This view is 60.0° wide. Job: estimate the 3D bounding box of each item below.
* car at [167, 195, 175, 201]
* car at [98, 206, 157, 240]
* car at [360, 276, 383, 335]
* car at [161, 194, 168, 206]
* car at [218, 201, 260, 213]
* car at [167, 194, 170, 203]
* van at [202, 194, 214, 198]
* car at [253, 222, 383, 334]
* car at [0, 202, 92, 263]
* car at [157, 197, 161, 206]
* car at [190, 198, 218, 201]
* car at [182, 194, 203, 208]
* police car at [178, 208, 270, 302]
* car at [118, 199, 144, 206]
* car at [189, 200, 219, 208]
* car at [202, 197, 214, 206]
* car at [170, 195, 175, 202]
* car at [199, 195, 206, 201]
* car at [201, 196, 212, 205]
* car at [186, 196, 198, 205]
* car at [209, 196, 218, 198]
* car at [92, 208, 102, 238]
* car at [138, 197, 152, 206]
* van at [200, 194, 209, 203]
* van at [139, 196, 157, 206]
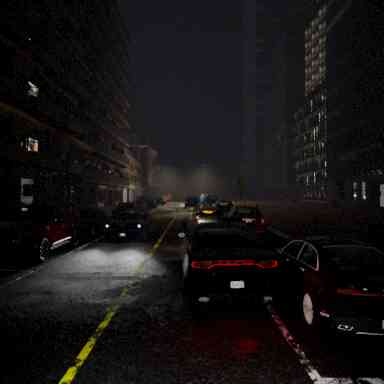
[{"bbox_3d":[-5.661,1.588,90.210,1.887,1.381,4.507,1,0,0],"label":"car"},{"bbox_3d":[-3.097,1.606,17.098,1.895,1.301,4.718,0,0,0],"label":"car"},{"bbox_3d":[2.701,1.551,1.094,2.008,1.369,4.403,1,0,0],"label":"car"},{"bbox_3d":[-5.667,1.574,56.791,2.008,1.369,4.403,1,0,0],"label":"car"},{"bbox_3d":[2.706,1.445,17.801,1.967,1.590,4.097,1,0,0],"label":"car"},{"bbox_3d":[-5.666,1.551,62.192,1.752,1.417,4.829,1,0,0],"label":"car"},{"bbox_3d":[2.714,1.359,45.651,1.690,1.788,3.998,1,0,0],"label":"van"},{"bbox_3d":[2.702,1.553,6.662,2.008,1.369,4.403,1,0,0],"label":"car"},{"bbox_3d":[-5.673,1.319,12.234,2.192,1.841,5.009,1,0,0],"label":"car"},{"bbox_3d":[-5.669,1.543,45.483,1.752,1.417,4.829,1,0,0],"label":"car"},{"bbox_3d":[0.905,1.463,24.539,1.801,1.575,5.366,0,0,0],"label":"car"},{"bbox_3d":[0.047,1.370,46.213,2.097,1.767,4.553,0,0,0],"label":"car"},{"bbox_3d":[0.686,1.427,8.445,1.930,1.638,5.238,0,0,-2],"label":"police car"},{"bbox_3d":[-5.674,1.576,28.944,1.947,1.339,4.313,1,0,0],"label":"car"},{"bbox_3d":[0.884,1.462,18.539,1.801,1.575,5.366,0,0,0],"label":"car"},{"bbox_3d":[2.712,1.605,56.789,1.802,1.307,4.206,1,0,0],"label":"car"},{"bbox_3d":[-5.661,1.347,73.501,2.192,1.841,5.009,1,0,0],"label":"car"},{"bbox_3d":[2.719,1.569,90.377,1.752,1.417,4.829,1,0,0],"label":"car"},{"bbox_3d":[2.714,1.551,62.528,1.752,1.417,4.829,1,0,0],"label":"car"},{"bbox_3d":[0.012,1.515,58.632,2.128,1.511,4.902,0,0,0],"label":"car"},{"bbox_3d":[2.709,1.450,28.941,1.967,1.590,4.097,1,0,0],"label":"car"},{"bbox_3d":[-5.676,1.550,17.804,1.887,1.381,4.507,1,0,0],"label":"car"},{"bbox_3d":[-5.672,1.563,34.513,2.008,1.369,4.403,1,0,0],"label":"car"},{"bbox_3d":[2.719,1.373,73.499,1.690,1.788,3.998,1,0,0],"label":"van"},{"bbox_3d":[-5.668,1.356,40.084,1.690,1.788,3.998,1,0,0],"label":"van"}]
